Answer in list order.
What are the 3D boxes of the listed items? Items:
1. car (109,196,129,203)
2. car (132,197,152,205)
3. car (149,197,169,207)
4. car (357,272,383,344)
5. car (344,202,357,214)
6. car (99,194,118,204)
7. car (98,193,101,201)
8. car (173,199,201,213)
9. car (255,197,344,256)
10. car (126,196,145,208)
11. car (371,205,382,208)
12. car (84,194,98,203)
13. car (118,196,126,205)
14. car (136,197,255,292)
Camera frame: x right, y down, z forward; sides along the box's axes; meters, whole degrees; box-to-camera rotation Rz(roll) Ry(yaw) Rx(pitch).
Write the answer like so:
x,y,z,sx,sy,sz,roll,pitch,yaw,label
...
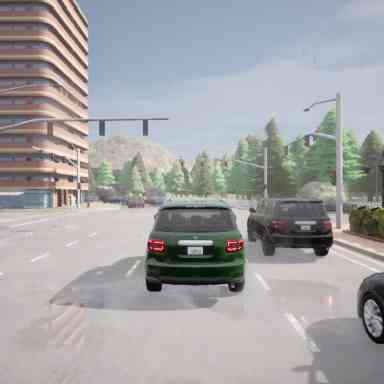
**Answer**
x,y,z,sx,sy,sz,roll,pitch,yaw,label
-15.128,1.553,68.731,4.181,1.385,1.994,0,0,45,car
-9.232,1.601,60.831,1.895,1.301,4.718,0,0,-31,car
-5.307,1.547,52.079,2.033,1.411,5.357,0,0,-18,car
3.608,1.505,3.515,1.837,1.490,4.892,0,0,0,car
14.956,1.603,35.793,5.357,1.411,2.033,0,0,4,car
-15.402,1.601,63.542,1.895,1.301,4.718,0,0,-39,car
-23.076,1.524,74.700,4.674,1.442,1.812,0,0,31,car
-0.518,1.551,38.789,1.812,1.442,4.674,1,0,19,car
3.614,1.221,13.212,2.150,2.045,5.566,0,0,0,car
-7.922,1.352,47.258,2.097,1.767,4.553,0,0,-13,car
19.221,1.656,32.270,4.718,1.301,1.895,0,0,1,car
-22.842,1.525,70.459,4.902,1.511,2.128,0,0,34,car
-10.514,1.505,55.673,1.837,1.490,4.892,0,0,-26,car
0.087,1.221,9.077,2.150,2.045,5.566,0,0,0,car
